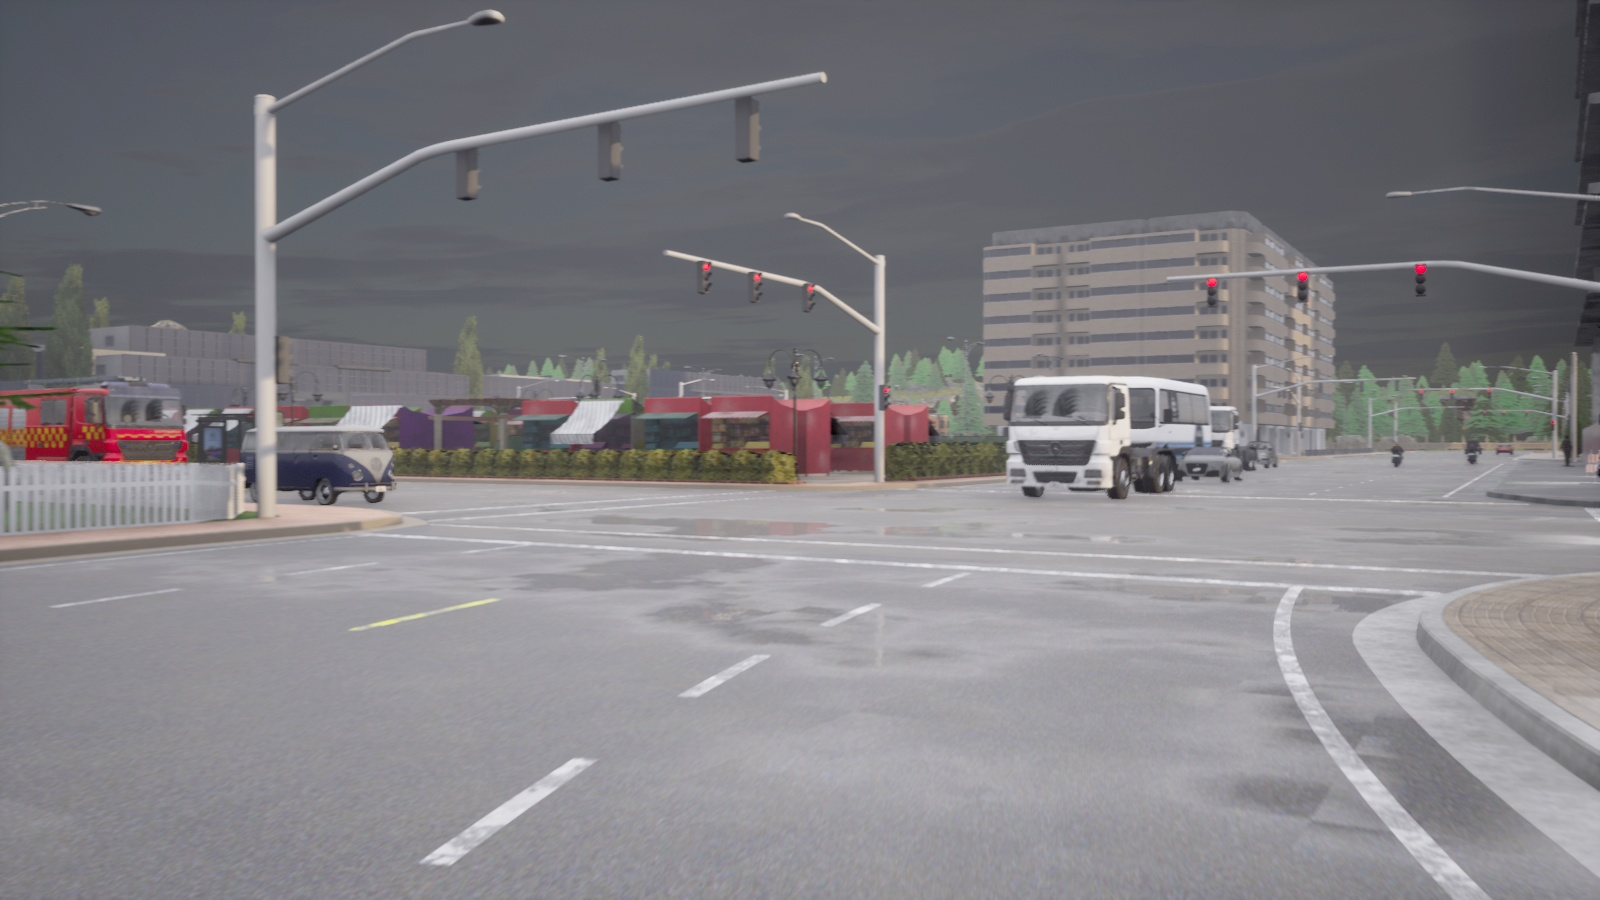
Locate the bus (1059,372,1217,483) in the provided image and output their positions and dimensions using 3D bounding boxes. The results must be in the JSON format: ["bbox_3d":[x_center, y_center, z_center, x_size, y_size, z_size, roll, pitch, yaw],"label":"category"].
[{"bbox_3d":[14.629,-0.905,53.623,3.944,4.253,10.273,0,0,30],"label":"bus"}]

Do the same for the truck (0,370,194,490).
[{"bbox_3d":[-24.899,-0.657,43.416,8.468,3.827,2.891,0,0,31],"label":"truck"}]

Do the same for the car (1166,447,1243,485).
[{"bbox_3d":[15.641,0.567,48.428,1.994,1.385,4.181,0,0,30],"label":"car"}]

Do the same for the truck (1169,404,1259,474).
[{"bbox_3d":[21.798,-0.566,65.873,2.891,3.462,7.936,0,0,30],"label":"truck"}]

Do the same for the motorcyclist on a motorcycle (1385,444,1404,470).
[{"bbox_3d":[36.545,0.416,77.225,0.866,1.530,2.191,0,0,30],"label":"motorcyclist on a motorcycle"}]

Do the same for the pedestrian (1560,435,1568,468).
[{"bbox_3d":[44.538,0.081,73.185,0.395,1.930,0.692,0,0,32],"label":"pedestrian"}]

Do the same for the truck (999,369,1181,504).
[{"bbox_3d":[8.605,-0.403,36.391,2.891,3.462,7.936,0,1,30],"label":"truck"}]

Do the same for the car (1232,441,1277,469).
[{"bbox_3d":[27.221,0.273,75.149,1.851,1.617,3.988,0,0,30],"label":"car"}]

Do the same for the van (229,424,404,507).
[{"bbox_3d":[-12.290,0.350,31.846,4.442,1.987,1.775,0,0,31],"label":"van"}]
